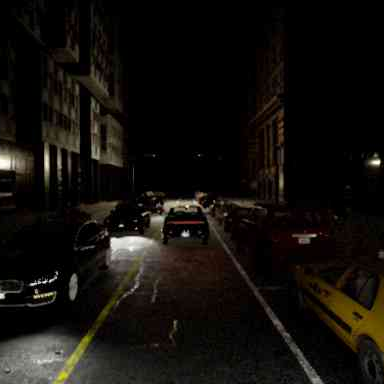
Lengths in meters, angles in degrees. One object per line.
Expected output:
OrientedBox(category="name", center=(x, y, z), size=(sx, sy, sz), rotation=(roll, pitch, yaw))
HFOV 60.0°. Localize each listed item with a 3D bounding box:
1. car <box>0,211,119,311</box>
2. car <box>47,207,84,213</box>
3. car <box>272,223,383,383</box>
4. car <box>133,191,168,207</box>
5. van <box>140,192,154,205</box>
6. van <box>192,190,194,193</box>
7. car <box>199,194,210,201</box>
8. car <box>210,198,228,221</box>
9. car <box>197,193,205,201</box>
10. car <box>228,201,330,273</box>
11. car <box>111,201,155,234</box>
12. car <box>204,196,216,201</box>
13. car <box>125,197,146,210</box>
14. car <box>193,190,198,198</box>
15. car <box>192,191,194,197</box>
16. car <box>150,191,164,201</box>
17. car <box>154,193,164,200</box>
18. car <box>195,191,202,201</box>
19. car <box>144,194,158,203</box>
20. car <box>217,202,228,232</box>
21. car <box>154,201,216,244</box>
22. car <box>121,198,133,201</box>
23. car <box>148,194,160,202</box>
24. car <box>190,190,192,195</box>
OrientedBox(category="car", center=(-3.220, 1.442, 7.915), size=(1.837, 1.490, 4.892), rotation=(0, 1, -1))
OrientedBox(category="car", center=(-6.022, 1.421, 15.649), size=(1.887, 1.381, 4.507), rotation=(0, 1, -1))
OrientedBox(category="car", center=(2.694, 1.471, 4.784), size=(1.752, 1.417, 4.829), rotation=(0, 1, -1))
OrientedBox(category="car", center=(-3.540, 1.095, 29.312), size=(2.097, 1.767, 4.553), rotation=(0, 1, -1))
OrientedBox(category="van", center=(-6.612, 0.916, 49.253), size=(1.690, 1.788, 3.998), rotation=(0, 1, -1))
OrientedBox(category="van", center=(1.421, 0.640, 77.421), size=(1.690, 1.788, 3.998), rotation=(0, 0, -1))
OrientedBox(category="car", center=(2.109, 1.209, 38.218), size=(1.947, 1.339, 4.313), rotation=(0, 1, -1))
OrientedBox(category="car", center=(2.400, 1.318, 21.586), size=(1.752, 1.417, 4.829), rotation=(0, 1, -1))
OrientedBox(category="car", center=(2.011, 1.175, 43.819), size=(1.802, 1.307, 4.206), rotation=(0, 1, -1))
OrientedBox(category="car", center=(2.598, 1.211, 10.212), size=(2.192, 1.841, 5.009), rotation=(0, 1, -1))
OrientedBox(category="car", center=(-3.375, 1.411, 17.896), size=(1.994, 1.385, 4.181), rotation=(0, 1, 0))
OrientedBox(category="car", center=(2.305, 1.294, 27.017), size=(2.008, 1.369, 4.403), rotation=(0, 1, -1))
OrientedBox(category="car", center=(-6.414, 1.257, 38.053), size=(1.802, 1.307, 4.206), rotation=(0, 1, -1))
OrientedBox(category="car", center=(1.716, 0.885, 60.619), size=(1.967, 1.590, 4.097), rotation=(0, 1, -1))
OrientedBox(category="car", center=(1.517, 0.871, 71.992), size=(1.752, 1.417, 4.829), rotation=(0, 0, -1))
OrientedBox(category="car", center=(-6.906, 0.743, 66.056), size=(2.192, 1.841, 5.009), rotation=(0, 1, -1))
OrientedBox(category="car", center=(-7.003, 0.961, 71.660), size=(1.802, 1.307, 4.206), rotation=(0, 1, -1))
OrientedBox(category="car", center=(1.912, 0.984, 49.418), size=(1.967, 1.590, 4.097), rotation=(0, 1, -1))
OrientedBox(category="car", center=(-6.706, 1.053, 54.686), size=(1.752, 1.417, 4.829), rotation=(0, 1, -1))
OrientedBox(category="car", center=(2.501, 1.389, 15.816), size=(1.887, 1.381, 4.507), rotation=(0, 1, -1))
OrientedBox(category="car", center=(-0.276, 1.354, 14.892), size=(2.128, 1.511, 4.902), rotation=(0, 1, -1))
OrientedBox(category="car", center=(-6.316, 1.307, 32.452), size=(1.802, 1.307, 4.206), rotation=(0, 1, -1))
OrientedBox(category="car", center=(-6.807, 1.059, 60.457), size=(1.802, 1.307, 4.206), rotation=(0, 1, -1))
OrientedBox(category="car", center=(1.224, 0.519, 88.622), size=(2.192, 1.841, 5.009), rotation=(0, 0, -1))
